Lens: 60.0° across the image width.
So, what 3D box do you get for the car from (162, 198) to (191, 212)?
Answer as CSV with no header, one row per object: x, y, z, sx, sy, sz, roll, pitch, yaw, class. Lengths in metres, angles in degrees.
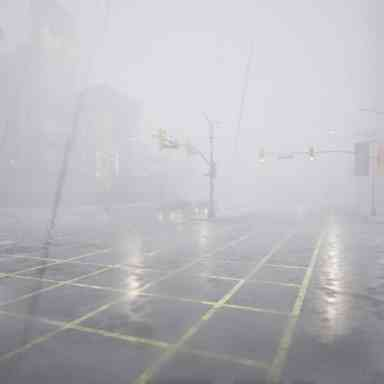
-1.774,1.478,39.277,1.882,1.535,5.008,0,0,25,car

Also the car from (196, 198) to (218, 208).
2.196,1.601,48.688,1.895,1.301,4.718,0,0,23,car
